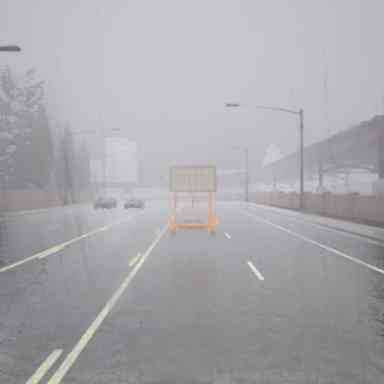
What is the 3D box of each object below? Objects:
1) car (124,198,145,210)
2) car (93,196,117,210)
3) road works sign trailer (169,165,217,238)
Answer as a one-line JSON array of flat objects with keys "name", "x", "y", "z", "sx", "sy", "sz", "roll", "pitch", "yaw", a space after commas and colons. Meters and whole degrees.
[{"name": "car", "x": -6.977, "y": 1.407, "z": 40.599, "sx": 1.994, "sy": 1.385, "sz": 4.181, "roll": 0, "pitch": 0, "yaw": 0}, {"name": "car", "x": -10.479, "y": 1.321, "z": 40.386, "sx": 1.882, "sy": 1.535, "sz": 5.008, "roll": 0, "pitch": 0, "yaw": 0}, {"name": "road works sign trailer", "x": 0.046, "y": 0.398, "z": 17.229, "sx": 2.380, "sy": 3.560, "sz": 2.880, "roll": 0, "pitch": 0, "yaw": 0}]
